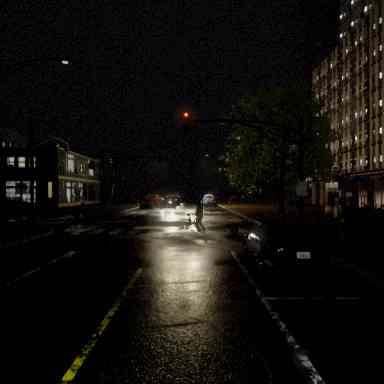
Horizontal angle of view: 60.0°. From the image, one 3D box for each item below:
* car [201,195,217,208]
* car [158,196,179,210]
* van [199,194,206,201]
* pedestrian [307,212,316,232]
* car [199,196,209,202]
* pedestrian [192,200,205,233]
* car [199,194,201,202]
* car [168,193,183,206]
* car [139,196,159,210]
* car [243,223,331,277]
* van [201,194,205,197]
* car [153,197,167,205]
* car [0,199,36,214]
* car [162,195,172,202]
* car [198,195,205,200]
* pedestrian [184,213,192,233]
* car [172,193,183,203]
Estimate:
[{"bbox_3d":[2.707,1.529,48.322,1.752,1.417,4.829,0,0,0],"label":"car"},{"bbox_3d":[-3.082,1.567,43.606,1.994,1.385,4.181,0,0,0],"label":"car"},{"bbox_3d":[2.720,1.349,87.010,1.690,1.788,3.998,0,0,0],"label":"van"},{"bbox_3d":[6.162,1.522,17.092,0.500,1.100,0.500,0,0,0],"label":"pedestrian"},{"bbox_3d":[2.715,1.572,75.908,1.947,1.339,4.313,0,0,0],"label":"car"},{"bbox_3d":[0.353,1.295,17.801,0.375,1.860,0.375,0,0,0],"label":"pedestrian"},{"bbox_3d":[2.712,1.556,64.806,2.008,1.369,4.403,0,0,0],"label":"car"},{"bbox_3d":[-3.072,1.229,55.377,2.150,2.045,5.566,0,0,0],"label":"car"},{"bbox_3d":[-5.675,1.585,42.602,1.802,1.307,4.206,0,0,0],"label":"car"},{"bbox_3d":[2.697,1.566,10.123,1.947,1.339,4.313,0,0,0],"label":"car"},{"bbox_3d":[2.710,1.345,53.704,1.690,1.788,3.998,0,0,0],"label":"van"},{"bbox_3d":[-5.670,1.555,59.255,2.008,1.369,4.403,0,0,0],"label":"car"},{"bbox_3d":[-17.260,1.372,31.608,4.507,1.381,1.887,1,-1,-1],"label":"car"},{"bbox_3d":[-5.665,1.532,75.738,1.752,1.417,4.829,0,0,0],"label":"car"},{"bbox_3d":[2.721,1.534,92.731,1.752,1.417,4.829,0,0,0],"label":"car"},{"bbox_3d":[-0.138,1.675,18.313,0.500,1.100,0.500,0,0,0],"label":"pedestrian"},{"bbox_3d":[-2.979,1.227,69.472,2.150,2.045,5.566,0,0,0],"label":"car"}]
